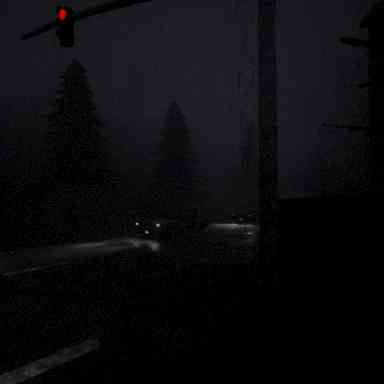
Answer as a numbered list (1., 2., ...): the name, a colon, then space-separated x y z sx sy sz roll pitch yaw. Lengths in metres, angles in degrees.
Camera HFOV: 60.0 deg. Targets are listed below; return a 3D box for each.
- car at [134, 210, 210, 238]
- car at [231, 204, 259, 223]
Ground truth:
1. car: -1.005 1.718 18.563 1.895 1.301 4.718 -1 0 36
2. car: 5.241 1.663 27.174 2.033 1.411 5.357 -1 0 36
